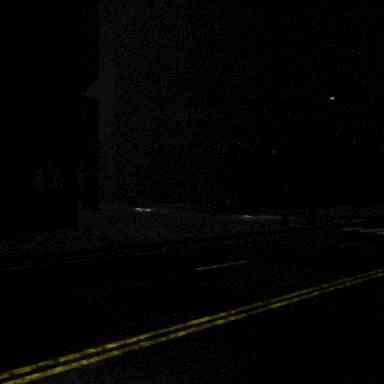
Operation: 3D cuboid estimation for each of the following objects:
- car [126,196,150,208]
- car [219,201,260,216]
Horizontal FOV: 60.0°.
[{"bbox_3d":[-9.074,1.654,55.152,2.150,2.045,5.566,0,-1,-35],"label":"car"},{"bbox_3d":[4.983,1.681,35.170,1.882,1.535,5.008,0,0,-35],"label":"car"}]
